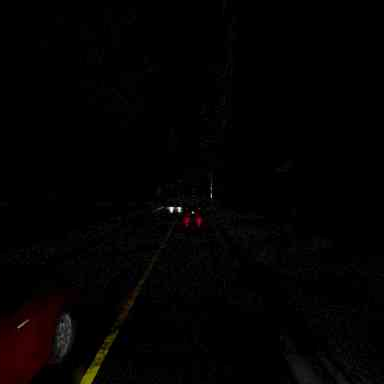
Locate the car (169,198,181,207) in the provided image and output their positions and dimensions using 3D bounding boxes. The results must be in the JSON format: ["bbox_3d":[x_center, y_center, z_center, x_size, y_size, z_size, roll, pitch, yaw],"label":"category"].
[{"bbox_3d":[-2.504,1.617,51.951,1.994,1.385,4.181,0,0,0],"label":"car"}]

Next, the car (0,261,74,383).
[{"bbox_3d":[-2.599,1.525,3.143,1.812,1.442,4.674,0,0,0],"label":"car"}]

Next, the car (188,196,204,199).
[{"bbox_3d":[0.089,1.526,43.625,2.128,1.511,4.902,0,0,0],"label":"car"}]

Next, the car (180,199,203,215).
[{"bbox_3d":[0.093,1.618,33.421,1.895,1.301,4.718,0,0,0],"label":"car"}]
